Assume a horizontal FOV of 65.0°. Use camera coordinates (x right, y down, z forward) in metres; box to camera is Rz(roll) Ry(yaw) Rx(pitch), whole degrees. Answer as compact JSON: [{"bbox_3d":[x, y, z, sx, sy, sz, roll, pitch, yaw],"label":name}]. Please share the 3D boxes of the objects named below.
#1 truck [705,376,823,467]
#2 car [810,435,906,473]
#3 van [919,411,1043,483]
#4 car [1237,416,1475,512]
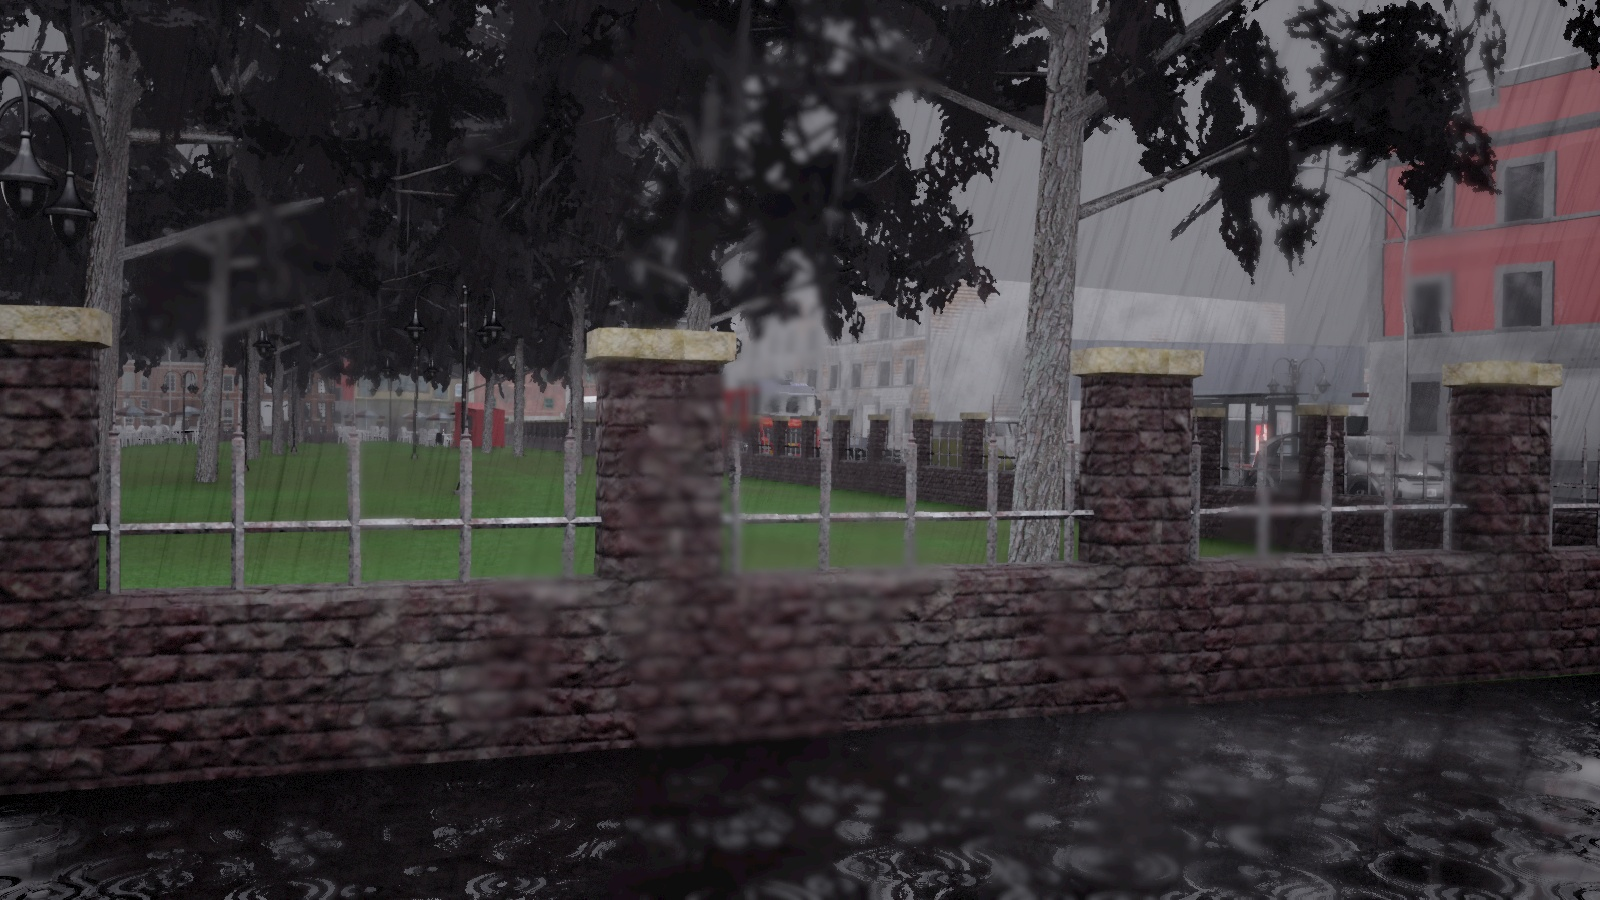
[{"bbox_3d":[-1.803,-1.282,57.441,2.891,3.827,8.468,-1,1,-20],"label":"truck"},{"bbox_3d":[2.087,0.118,46.563,1.895,1.301,4.718,-1,1,-20],"label":"car"},{"bbox_3d":[5.323,-0.116,37.445,1.775,1.987,4.442,-1,1,-20],"label":"van"},{"bbox_3d":[10.278,0.202,23.553,1.851,1.617,3.988,-1,1,-19],"label":"car"}]
